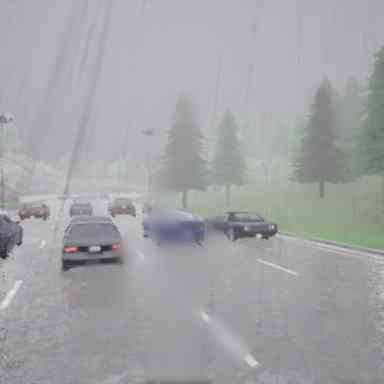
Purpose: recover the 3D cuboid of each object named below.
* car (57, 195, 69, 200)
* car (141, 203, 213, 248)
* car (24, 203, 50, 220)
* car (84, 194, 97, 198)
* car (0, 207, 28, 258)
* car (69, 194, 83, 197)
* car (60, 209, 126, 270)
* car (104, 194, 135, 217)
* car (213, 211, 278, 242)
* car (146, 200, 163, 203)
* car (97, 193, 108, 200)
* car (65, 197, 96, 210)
[{"bbox_3d":[-33.684,1.408,86.096,1.882,1.535,5.008,0,0,-17],"label":"car"},{"bbox_3d":[-0.998,1.469,14.914,1.882,1.535,5.008,0,0,-19],"label":"car"},{"bbox_3d":[-12.745,1.579,27.141,1.895,1.301,4.718,0,0,-19],"label":"car"},{"bbox_3d":[-26.742,1.474,87.408,2.033,1.411,5.357,0,0,-17],"label":"car"},{"bbox_3d":[-7.459,1.514,12.186,1.812,1.442,4.674,0,0,-19],"label":"car"},{"bbox_3d":[-30.490,1.486,87.573,1.994,1.385,4.181,0,0,-17],"label":"car"},{"bbox_3d":[-3.380,1.540,11.123,2.033,1.411,5.357,0,0,-19],"label":"car"},{"bbox_3d":[-6.613,1.332,30.800,2.097,1.767,4.553,0,0,-19],"label":"car"},{"bbox_3d":[2.156,1.593,16.508,1.895,1.301,4.718,0,0,-19],"label":"car"},{"bbox_3d":[-3.736,1.506,33.154,1.812,1.442,4.674,0,0,-20],"label":"car"},{"bbox_3d":[-23.451,1.161,88.605,2.150,2.045,5.566,0,0,-17],"label":"car"},{"bbox_3d":[-9.993,1.470,29.866,2.128,1.511,4.902,0,0,-19],"label":"car"}]
